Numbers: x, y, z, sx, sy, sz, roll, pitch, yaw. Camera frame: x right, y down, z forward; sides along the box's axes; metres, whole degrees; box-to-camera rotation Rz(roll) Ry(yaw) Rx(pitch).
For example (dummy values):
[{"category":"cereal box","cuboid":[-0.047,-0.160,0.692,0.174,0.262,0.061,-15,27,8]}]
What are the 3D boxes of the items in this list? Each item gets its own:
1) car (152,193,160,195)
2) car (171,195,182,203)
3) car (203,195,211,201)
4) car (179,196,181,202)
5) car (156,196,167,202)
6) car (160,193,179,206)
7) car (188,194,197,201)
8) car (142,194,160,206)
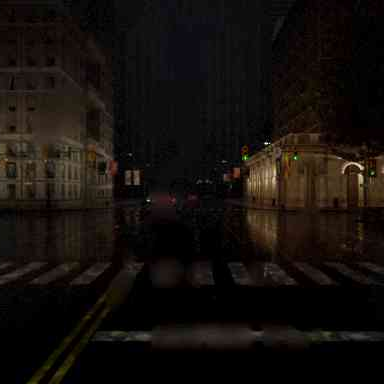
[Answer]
[{"category":"car","cuboid":[-7.042,1.221,65.398,2.150,2.045,5.566,0,0,1]},{"category":"car","cuboid":[-3.420,1.525,74.165,2.128,1.511,4.902,0,0,1]},{"category":"car","cuboid":[3.623,1.464,78.553,2.033,1.411,5.357,0,0,1]},{"category":"car","cuboid":[-3.569,1.547,64.066,2.033,1.411,5.357,0,0,1]},{"category":"car","cuboid":[-6.904,1.539,75.826,2.033,1.411,5.357,0,0,1]},{"category":"car","cuboid":[-3.625,1.352,54.594,2.097,1.767,4.553,0,0,0]},{"category":"car","cuboid":[0.122,1.279,78.555,2.097,1.767,4.553,0,0,1]},{"category":"car","cuboid":[-7.133,1.547,55.523,2.033,1.411,5.357,0,0,0]}]
